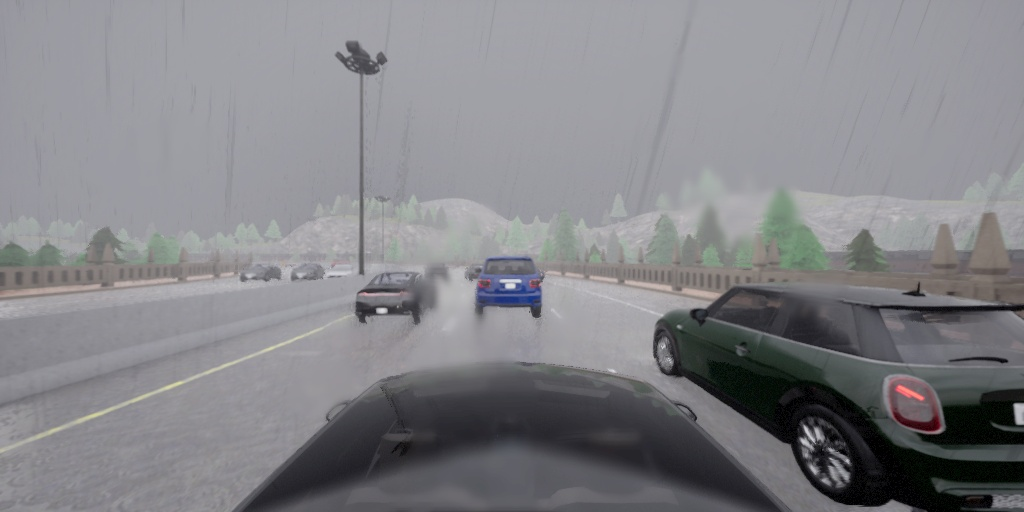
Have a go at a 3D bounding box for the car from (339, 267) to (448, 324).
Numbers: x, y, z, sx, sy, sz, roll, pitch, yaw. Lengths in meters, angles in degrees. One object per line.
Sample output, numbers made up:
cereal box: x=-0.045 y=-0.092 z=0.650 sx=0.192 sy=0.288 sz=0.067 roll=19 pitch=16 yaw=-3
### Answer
car: x=-3.658 y=1.281 z=12.127 sx=2.128 sy=1.511 sz=4.902 roll=0 pitch=0 yaw=-3

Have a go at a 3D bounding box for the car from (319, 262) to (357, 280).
car: x=-13.098 y=1.401 z=27.812 sx=1.812 sy=1.442 sz=4.674 roll=0 pitch=0 yaw=-13

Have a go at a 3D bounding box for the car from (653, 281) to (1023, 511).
car: x=3.583 y=1.112 z=4.587 sx=2.097 sy=1.767 sz=4.553 roll=0 pitch=0 yaw=0

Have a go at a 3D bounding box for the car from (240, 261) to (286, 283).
car: x=-20.861 y=1.393 z=29.984 sx=2.128 sy=1.511 sz=4.902 roll=0 pitch=0 yaw=-16

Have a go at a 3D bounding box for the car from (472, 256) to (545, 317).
car: x=-0.216 y=1.016 z=13.539 sx=2.150 sy=2.045 sz=5.566 roll=0 pitch=0 yaw=-4

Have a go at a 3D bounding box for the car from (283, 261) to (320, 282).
car: x=-17.490 y=1.393 z=30.915 sx=2.128 sy=1.511 sz=4.902 roll=0 pitch=0 yaw=-16

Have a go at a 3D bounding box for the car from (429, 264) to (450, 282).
car: x=-6.265 y=1.384 z=30.154 sx=1.837 sy=1.490 sz=4.892 roll=0 pitch=0 yaw=-13

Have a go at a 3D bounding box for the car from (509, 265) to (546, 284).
car: x=1.131 y=1.467 z=29.174 sx=1.895 sy=1.301 sz=4.718 roll=0 pitch=0 yaw=-12

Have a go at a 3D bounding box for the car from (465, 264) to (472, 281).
car: x=-3.024 y=1.408 z=31.491 sx=1.812 sy=1.442 sz=4.674 roll=0 pitch=0 yaw=-14
